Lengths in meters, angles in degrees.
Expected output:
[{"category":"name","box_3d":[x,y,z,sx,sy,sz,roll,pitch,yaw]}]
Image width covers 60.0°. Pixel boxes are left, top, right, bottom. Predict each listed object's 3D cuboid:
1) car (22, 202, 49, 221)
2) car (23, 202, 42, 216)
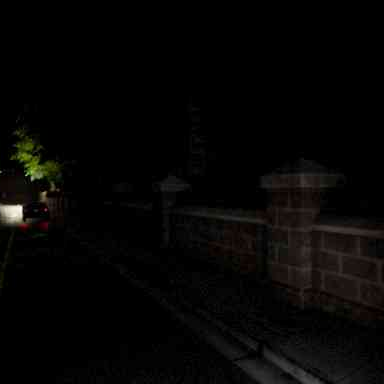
[{"category":"car","box_3d":[-14.280,1.654,30.315,2.097,1.767,4.553,0,-1,-27]},{"category":"car","box_3d":[-19.034,1.961,39.586,1.994,1.385,4.181,0,-1,-27]}]
